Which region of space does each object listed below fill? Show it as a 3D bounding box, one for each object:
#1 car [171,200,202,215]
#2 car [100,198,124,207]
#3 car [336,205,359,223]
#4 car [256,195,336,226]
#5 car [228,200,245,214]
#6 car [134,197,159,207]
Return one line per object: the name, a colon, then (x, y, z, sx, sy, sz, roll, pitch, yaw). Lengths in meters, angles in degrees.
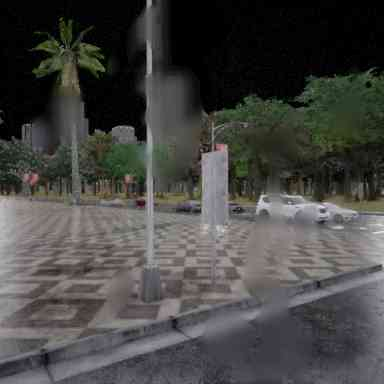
car: (-0.161, 1.545, 34.768, 2.033, 1.411, 5.357, 0, 0, -35)
car: (-12.317, 1.564, 51.155, 1.895, 1.301, 4.718, 0, 0, -38)
car: (10.318, 1.522, 25.586, 1.812, 1.442, 4.674, 0, 0, -34)
car: (7.202, 1.232, 24.373, 2.150, 2.045, 5.566, 0, 0, -35)
car: (3.591, 1.549, 35.081, 1.994, 1.385, 4.181, 0, 0, -36)
car: (-6.800, 1.438, 49.256, 1.882, 1.535, 5.008, 0, 0, -37)
